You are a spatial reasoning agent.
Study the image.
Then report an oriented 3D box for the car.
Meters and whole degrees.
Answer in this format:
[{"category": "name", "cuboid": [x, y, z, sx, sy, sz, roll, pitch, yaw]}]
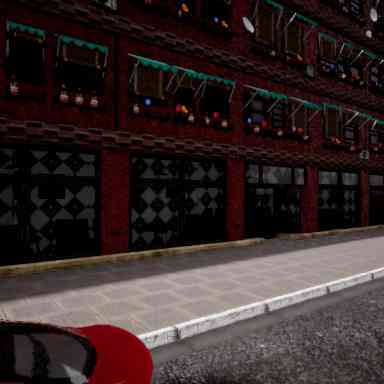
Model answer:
[{"category": "car", "cuboid": [-2.256, 1.525, 1.459, 4.674, 1.442, 1.812, 0, 0, -36]}]
